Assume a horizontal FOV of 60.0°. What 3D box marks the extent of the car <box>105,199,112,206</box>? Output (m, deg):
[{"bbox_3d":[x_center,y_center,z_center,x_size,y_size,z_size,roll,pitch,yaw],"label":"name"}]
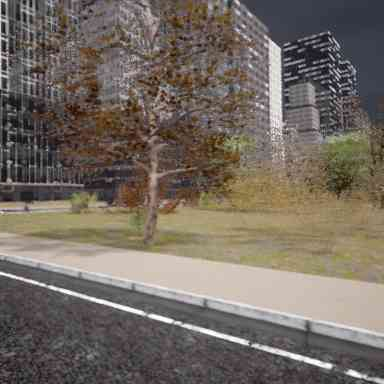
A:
[{"bbox_3d":[-14.296,1.840,63.557,1.837,1.490,4.892,-1,-1,38],"label":"car"}]
